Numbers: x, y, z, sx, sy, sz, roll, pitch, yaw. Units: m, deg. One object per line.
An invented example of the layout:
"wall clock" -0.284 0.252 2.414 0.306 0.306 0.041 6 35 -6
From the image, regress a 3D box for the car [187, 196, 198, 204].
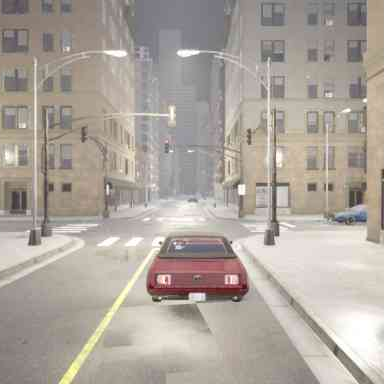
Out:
"car" 0.169 1.507 65.188 1.812 1.442 4.674 0 0 0

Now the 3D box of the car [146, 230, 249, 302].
"car" 0.092 1.601 8.203 1.895 1.301 4.718 0 0 0

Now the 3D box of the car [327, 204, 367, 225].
"car" 12.194 1.512 22.796 5.357 1.411 2.033 0 0 3

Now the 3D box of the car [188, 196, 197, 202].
"car" 0.085 1.567 75.116 1.895 1.301 4.718 0 0 0
